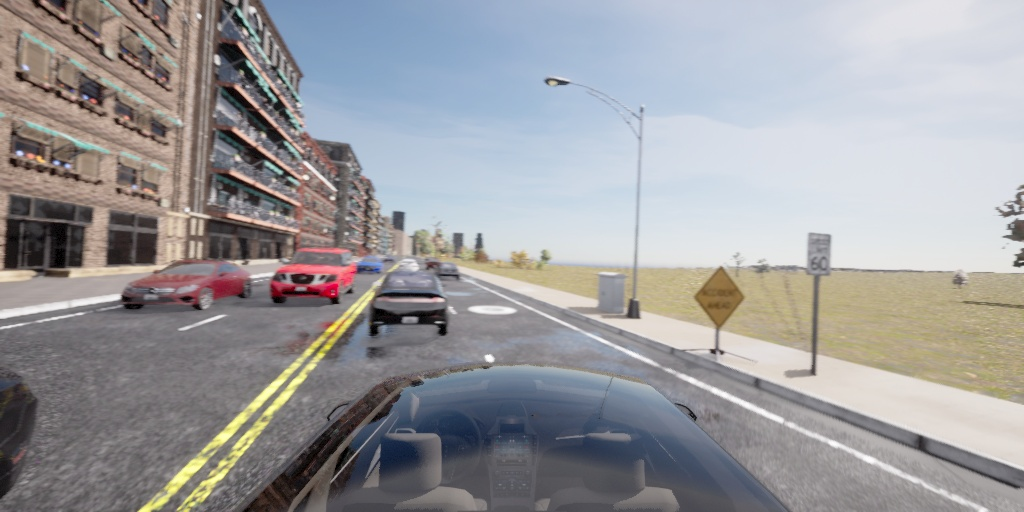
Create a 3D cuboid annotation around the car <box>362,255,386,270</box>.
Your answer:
[{"bbox_3d":[-13.109,0.835,33.333,1.882,1.535,5.008,3,0,-16],"label":"car"}]

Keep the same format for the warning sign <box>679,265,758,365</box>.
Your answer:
[{"bbox_3d":[4.156,1.112,7.286,1.300,1.860,1.060,0,0,-16],"label":"warning sign"}]

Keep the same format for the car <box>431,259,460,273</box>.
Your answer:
[{"bbox_3d":[-5.622,1.241,31.019,2.033,1.411,5.357,3,0,-16],"label":"car"}]

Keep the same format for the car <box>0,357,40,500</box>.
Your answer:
[{"bbox_3d":[-3.620,1.067,0.314,1.837,1.490,4.892,3,-1,-16],"label":"car"}]

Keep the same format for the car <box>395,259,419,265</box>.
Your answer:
[{"bbox_3d":[-9.944,1.031,34.342,1.812,1.442,4.674,3,0,-16],"label":"car"}]

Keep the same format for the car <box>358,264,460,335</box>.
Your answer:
[{"bbox_3d":[-2.872,1.164,10.100,2.128,1.511,4.902,3,0,-16],"label":"car"}]

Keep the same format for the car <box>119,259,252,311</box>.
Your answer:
[{"bbox_3d":[-10.369,0.845,11.911,1.812,1.442,4.674,3,0,-16],"label":"car"}]

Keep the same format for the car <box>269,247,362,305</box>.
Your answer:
[{"bbox_3d":[-7.736,0.682,14.538,2.150,2.045,5.566,3,0,-16],"label":"car"}]

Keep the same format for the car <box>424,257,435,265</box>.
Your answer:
[{"bbox_3d":[-10.380,1.056,47.468,1.882,1.535,5.008,3,0,-16],"label":"car"}]
